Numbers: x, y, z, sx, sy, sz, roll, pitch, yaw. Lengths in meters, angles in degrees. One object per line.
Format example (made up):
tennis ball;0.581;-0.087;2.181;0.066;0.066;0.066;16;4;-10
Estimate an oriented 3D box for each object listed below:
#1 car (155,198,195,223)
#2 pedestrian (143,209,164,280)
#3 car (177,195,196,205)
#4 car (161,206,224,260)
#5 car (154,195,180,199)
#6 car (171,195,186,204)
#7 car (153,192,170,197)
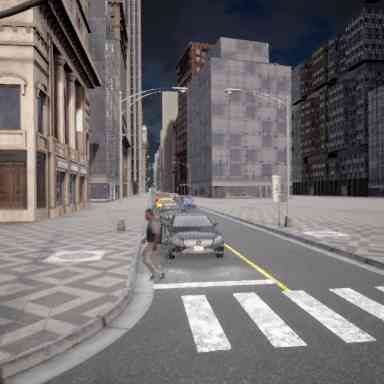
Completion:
car;-1.309;1.418;22.594;2.128;1.511;4.902;0;0;-7
pedestrian;-0.964;1.283;8.333;0.375;1.860;0.375;0;0;-7
car;-0.676;1.370;43.699;2.033;1.411;5.357;0;0;-7
car;-0.064;1.488;12.581;1.812;1.442;4.674;0;0;-7
car;-2.557;1.367;32.839;1.882;1.535;5.008;0;0;-7
car;-2.446;1.248;58.141;2.128;1.511;4.902;0;0;-7
car;-3.777;1.070;43.159;2.150;2.045;5.566;0;0;-7
